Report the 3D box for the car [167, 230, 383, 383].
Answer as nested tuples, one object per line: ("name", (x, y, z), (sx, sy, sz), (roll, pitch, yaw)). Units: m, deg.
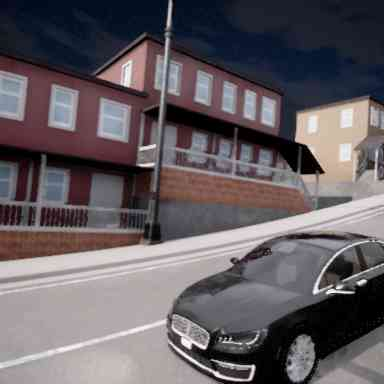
("car", (1.898, 1.464, 5.355), (4.892, 1.490, 1.837), (-2, 1, -36))
